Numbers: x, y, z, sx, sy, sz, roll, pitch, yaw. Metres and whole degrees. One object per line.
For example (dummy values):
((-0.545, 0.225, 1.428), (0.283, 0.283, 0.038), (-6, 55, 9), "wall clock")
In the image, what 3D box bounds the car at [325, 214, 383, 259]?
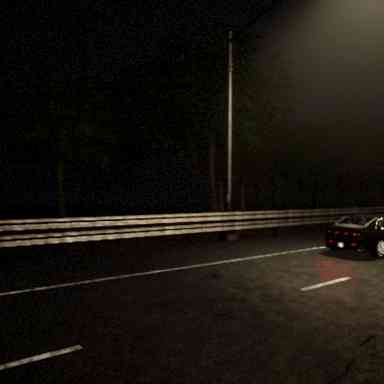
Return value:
((7.346, 1.652, 13.376), (4.892, 1.490, 1.837), (0, 0, -35), "car")
